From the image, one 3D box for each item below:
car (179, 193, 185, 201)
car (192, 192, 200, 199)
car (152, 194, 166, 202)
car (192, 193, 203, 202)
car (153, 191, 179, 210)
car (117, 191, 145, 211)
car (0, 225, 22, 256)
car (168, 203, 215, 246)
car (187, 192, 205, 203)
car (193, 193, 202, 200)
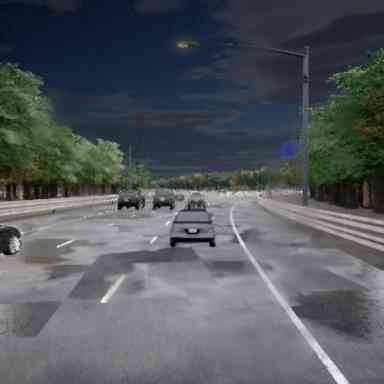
[{"bbox_3d":[-2.418,0.960,61.916,2.128,1.511,4.902,0,0,1],"label":"car"},{"bbox_3d":[1.049,0.823,84.122,1.882,1.535,5.008,0,0,-1],"label":"car"},{"bbox_3d":[-5.943,1.034,60.511,1.994,1.385,4.181,0,0,1],"label":"car"},{"bbox_3d":[0.951,1.002,60.252,1.837,1.490,4.892,0,0,1],"label":"car"},{"bbox_3d":[-2.971,0.908,36.701,2.150,2.045,5.566,0,1,1],"label":"car"},{"bbox_3d":[-6.488,0.904,36.039,2.150,2.045,5.566,0,1,1],"label":"car"},{"bbox_3d":[-6.915,1.418,9.780,1.837,1.490,4.892,0,0,0],"label":"car"},{"bbox_3d":[0.044,1.439,14.663,2.033,1.411,5.357,0,0,1],"label":"car"},{"bbox_3d":[0.535,1.013,40.381,2.097,1.767,4.553,0,1,1],"label":"car"},{"bbox_3d":[1.086,0.940,71.234,1.812,1.442,4.674,0,0,0],"label":"car"}]
